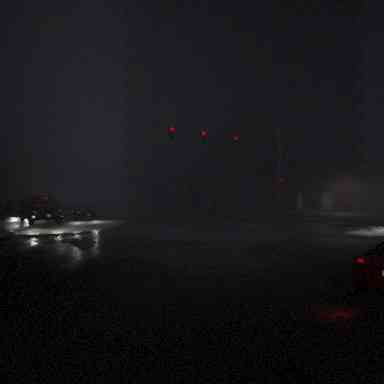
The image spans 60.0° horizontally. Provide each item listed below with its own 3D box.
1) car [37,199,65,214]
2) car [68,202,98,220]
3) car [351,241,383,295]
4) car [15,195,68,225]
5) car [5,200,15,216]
[{"bbox_3d":[-15.648,1.570,36.813,1.812,1.442,4.674,0,0,-36],"label":"car"},{"bbox_3d":[-9.625,1.570,28.460,1.812,1.442,4.674,0,0,-36],"label":"car"},{"bbox_3d":[5.554,1.609,7.708,4.181,1.385,1.994,0,0,-35],"label":"car"},{"bbox_3d":[-11.338,1.248,24.821,2.150,2.045,5.566,0,0,-36],"label":"car"},{"bbox_3d":[-17.428,1.518,33.285,2.128,1.511,4.902,0,0,-36],"label":"car"}]
